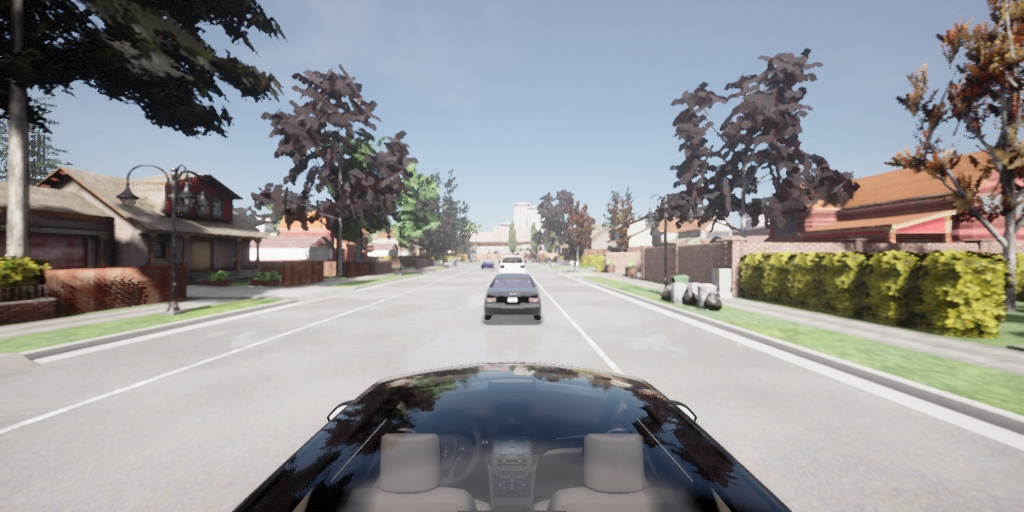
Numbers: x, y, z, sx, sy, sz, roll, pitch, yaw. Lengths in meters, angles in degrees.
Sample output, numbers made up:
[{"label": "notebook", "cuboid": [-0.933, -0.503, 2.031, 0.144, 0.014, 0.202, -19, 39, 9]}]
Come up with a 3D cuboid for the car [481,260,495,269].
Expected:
[{"label": "car", "cuboid": [-3.591, 1.303, 53.312, 1.895, 1.301, 4.718, 0, 0, 0]}]

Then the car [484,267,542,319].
[{"label": "car", "cuboid": [0.039, 1.300, 12.776, 2.033, 1.411, 5.357, 0, 0, 1]}]

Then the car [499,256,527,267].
[{"label": "car", "cuboid": [0.057, 0.980, 30.392, 2.150, 2.045, 5.566, 0, 0, 0]}]
